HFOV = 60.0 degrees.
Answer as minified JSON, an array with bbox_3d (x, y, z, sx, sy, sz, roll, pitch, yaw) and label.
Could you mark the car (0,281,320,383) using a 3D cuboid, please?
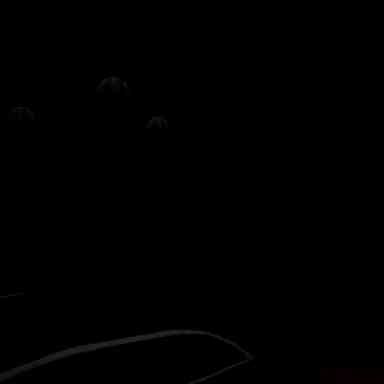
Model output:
[{"bbox_3d":[-1.186,1.493,2.100,4.902,1.511,2.128,1,0,-36],"label":"car"}]
